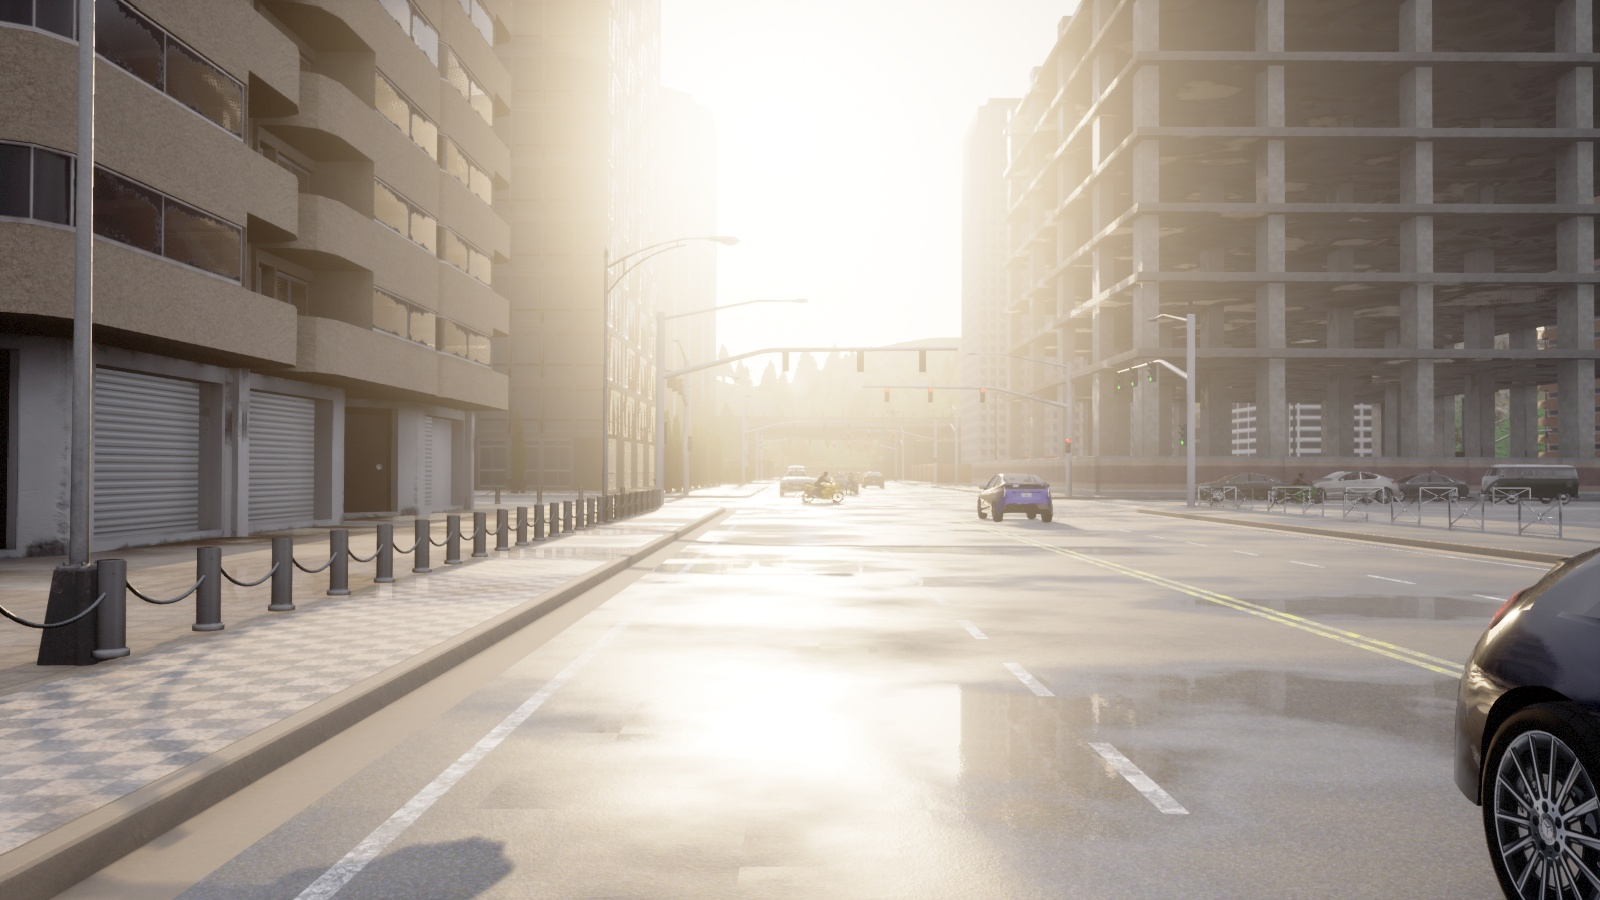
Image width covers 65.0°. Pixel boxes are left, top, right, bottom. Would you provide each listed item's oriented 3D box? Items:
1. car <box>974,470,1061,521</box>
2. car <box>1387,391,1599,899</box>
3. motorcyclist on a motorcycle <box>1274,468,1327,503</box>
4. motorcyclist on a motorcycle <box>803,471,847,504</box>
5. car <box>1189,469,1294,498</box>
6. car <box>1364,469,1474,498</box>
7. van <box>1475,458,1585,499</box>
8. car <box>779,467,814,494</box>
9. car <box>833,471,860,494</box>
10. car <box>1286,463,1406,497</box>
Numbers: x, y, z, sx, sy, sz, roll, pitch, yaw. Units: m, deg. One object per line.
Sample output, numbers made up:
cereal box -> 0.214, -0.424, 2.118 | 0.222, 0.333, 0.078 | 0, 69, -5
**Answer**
car -> 6.893, 1.409, 40.286 | 2.007, 1.525, 4.514 | 0, -1, 0
car -> 3.492, 0.623, 2.625 | 2.152, 1.651, 5.027 | 0, -1, 0
motorcyclist on a motorcycle -> 22.196, 1.585, 55.695 | 2.044, 1.523, 0.797 | 0, -1, 0
motorcyclist on a motorcycle -> 1.167, 1.749, 58.889 | 2.044, 1.523, 0.797 | 0, -1, -1
car -> 23.227, 1.780, 66.199 | 4.892, 1.490, 1.837 | 0, -1, 0
car -> 32.643, 1.743, 66.259 | 4.892, 1.490, 1.837 | 0, -1, -1
van -> 36.441, 1.418, 62.785 | 4.442, 1.987, 1.775 | 0, -1, 0
car -> -0.211, 1.928, 79.617 | 2.152, 1.651, 5.027 | 0, -1, 0
car -> 3.265, 2.267, 88.743 | 1.789, 1.549, 3.705 | 0, -1, 0
car -> 27.222, 1.480, 62.726 | 5.027, 1.651, 2.152 | 0, -1, 0
